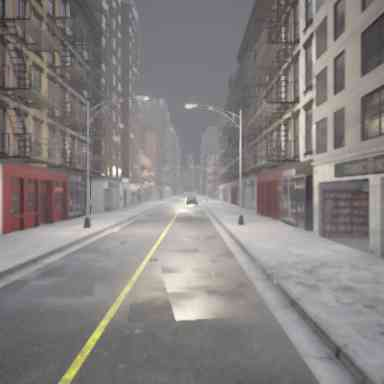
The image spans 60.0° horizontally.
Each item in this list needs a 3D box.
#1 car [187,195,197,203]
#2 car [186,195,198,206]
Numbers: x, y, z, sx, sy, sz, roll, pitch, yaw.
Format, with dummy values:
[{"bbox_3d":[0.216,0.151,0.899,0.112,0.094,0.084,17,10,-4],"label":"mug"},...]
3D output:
[{"bbox_3d":[-0.004,1.438,65.949,1.837,1.490,4.892,0,0,0],"label":"car"},{"bbox_3d":[-0.003,1.574,55.979,1.895,1.301,4.718,0,0,0],"label":"car"}]
